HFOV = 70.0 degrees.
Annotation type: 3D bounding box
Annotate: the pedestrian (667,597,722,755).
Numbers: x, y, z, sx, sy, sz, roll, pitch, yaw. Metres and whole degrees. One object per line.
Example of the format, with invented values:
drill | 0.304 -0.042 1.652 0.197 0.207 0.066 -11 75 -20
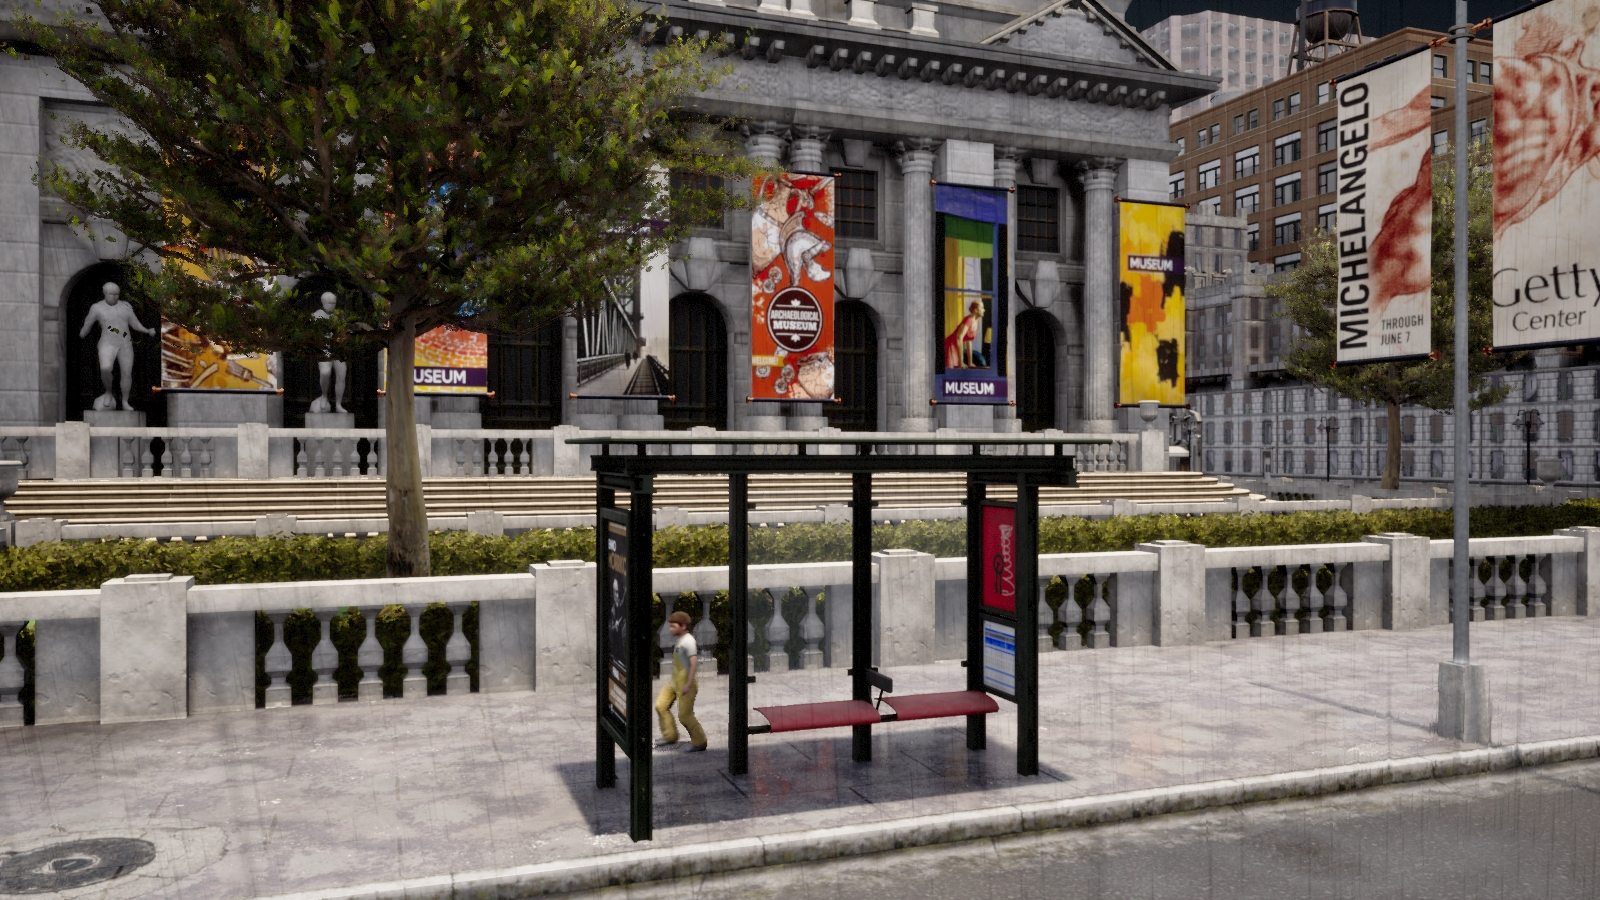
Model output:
pedestrian | -0.933 1.977 10.078 0.375 1.300 0.375 0 0 -25
